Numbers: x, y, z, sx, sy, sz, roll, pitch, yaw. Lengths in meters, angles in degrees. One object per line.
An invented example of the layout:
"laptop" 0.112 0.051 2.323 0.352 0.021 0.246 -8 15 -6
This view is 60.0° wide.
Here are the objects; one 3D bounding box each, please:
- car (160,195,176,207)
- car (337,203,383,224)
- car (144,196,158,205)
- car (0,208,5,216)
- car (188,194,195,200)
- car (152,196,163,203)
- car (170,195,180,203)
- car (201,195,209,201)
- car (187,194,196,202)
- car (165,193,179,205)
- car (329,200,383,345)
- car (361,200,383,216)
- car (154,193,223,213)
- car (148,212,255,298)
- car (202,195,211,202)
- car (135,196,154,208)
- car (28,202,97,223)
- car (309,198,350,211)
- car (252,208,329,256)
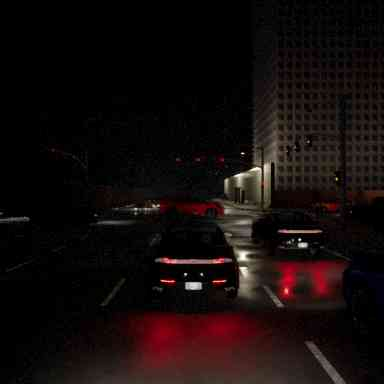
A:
"car" -3.649 1.352 51.359 2.097 1.767 4.553 0 0 0
"car" 13.610 1.581 25.022 4.674 1.442 1.812 0 0 0
"car" -7.151 1.478 58.566 1.882 1.535 5.008 0 0 0
"car" -18.631 1.560 28.413 4.892 1.490 1.837 0 0 0
"car" -0.109 1.328 88.994 1.837 1.490 4.892 0 0 0
"car" -7.085 1.601 68.729 1.895 1.301 4.718 0 0 0
"car" -3.587 1.478 71.097 1.882 1.535 5.008 0 0 0
"car" 3.391 1.500 89.093 1.837 1.490 4.892 0 0 0
"car" -0.096 1.347 78.741 2.097 1.767 4.553 0 0 0
"car" -3.637 1.221 60.948 2.150 2.045 5.566 0 0 0
"car" 3.596 1.221 3.242 2.150 2.045 5.566 0 0 0
"car" 19.374 1.533 32.239 5.008 1.535 1.882 0 0 0
"car" -0.109 1.251 28.473 5.566 2.045 2.150 0 0 0
"car" 0.046 1.492 8.470 2.128 1.511 4.902 0 0 0
"car" 3.404 1.524 78.788 1.812 1.442 4.674 0 0 0
"car" -7.151 1.478 49.244 1.882 1.535 5.008 0 0 0
"car" -9.658 1.537 24.942 4.892 1.490 1.837 -1 0 0
"car" 14.989 1.407 35.726 4.553 1.767 2.097 0 0 0
"car" 3.565 1.492 13.088 2.128 1.511 4.902 0 0 0
